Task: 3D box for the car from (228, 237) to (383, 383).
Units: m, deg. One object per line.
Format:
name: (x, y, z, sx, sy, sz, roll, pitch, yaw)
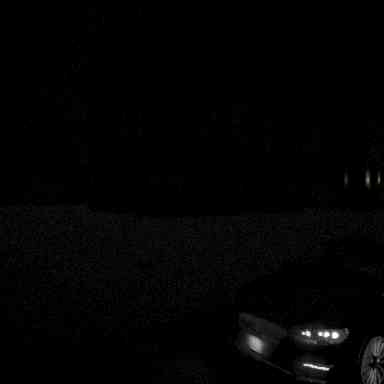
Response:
car: (2.749, 1.546, 5.332, 4.902, 1.511, 2.128, 1, 0, -35)
